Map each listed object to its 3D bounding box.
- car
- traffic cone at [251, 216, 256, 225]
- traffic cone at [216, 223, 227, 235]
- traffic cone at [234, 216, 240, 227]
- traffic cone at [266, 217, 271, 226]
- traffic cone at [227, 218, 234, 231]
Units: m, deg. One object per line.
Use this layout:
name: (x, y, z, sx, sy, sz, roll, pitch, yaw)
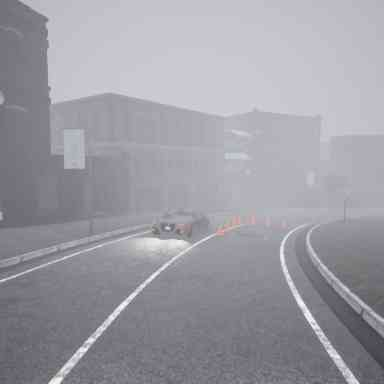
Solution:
car: (-0.469, 1.487, 17.323, 1.994, 1.385, 4.181, 1, 1, 20)
traffic cone: (4.207, 1.958, 22.744, 0.340, 0.580, 0.340, 2, 1, 17)
traffic cone: (1.463, 1.926, 17.327, 0.340, 0.580, 0.340, 2, 0, 17)
traffic cone: (2.663, 1.925, 21.142, 0.340, 0.580, 0.340, 2, 1, 17)
traffic cone: (5.161, 1.994, 22.449, 0.340, 0.580, 0.340, 2, 1, 17)
traffic cone: (2.063, 1.926, 19.234, 0.340, 0.580, 0.340, 2, 1, 18)
